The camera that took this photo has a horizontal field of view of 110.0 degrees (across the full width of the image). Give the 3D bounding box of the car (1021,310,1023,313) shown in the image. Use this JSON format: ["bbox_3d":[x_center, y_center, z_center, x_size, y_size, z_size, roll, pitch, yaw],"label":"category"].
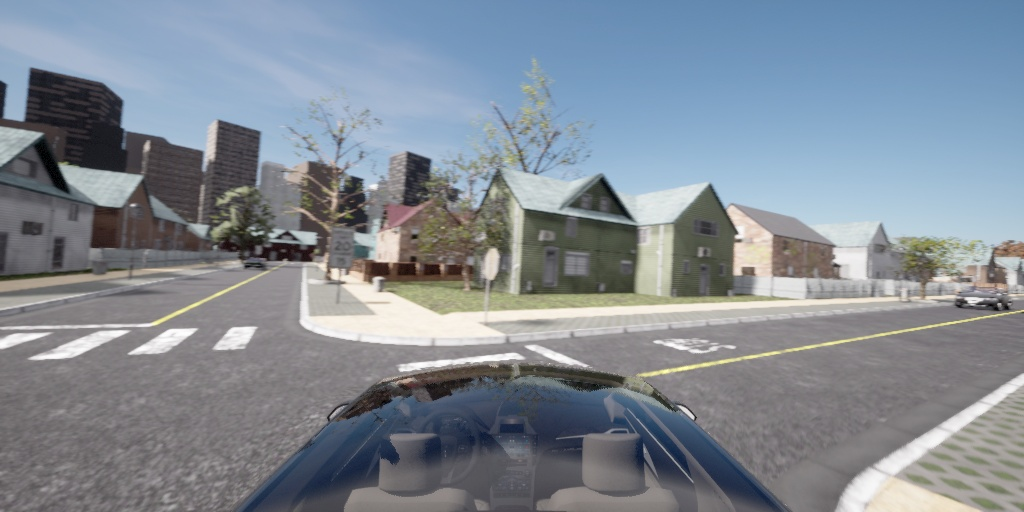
[{"bbox_3d":[32.361,2.829,21.351,4.674,1.442,1.812,3,-2,-28],"label":"car"}]

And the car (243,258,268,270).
[{"bbox_3d":[-28.252,0.866,39.606,1.895,1.301,4.718,4,-2,-29],"label":"car"}]

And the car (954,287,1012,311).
[{"bbox_3d":[32.242,2.858,24.513,4.902,1.511,2.128,3,-1,-28],"label":"car"}]
